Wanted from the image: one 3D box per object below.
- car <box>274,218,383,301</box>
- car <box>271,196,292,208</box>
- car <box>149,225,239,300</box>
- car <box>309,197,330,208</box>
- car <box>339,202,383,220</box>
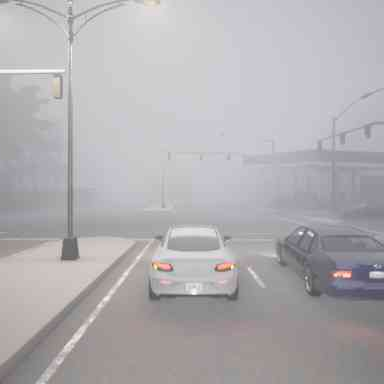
[{"bbox_3d":[3.508,1.562,8.573,2.033,1.411,5.357,0,0,3],"label":"car"},{"bbox_3d":[12.881,1.368,47.898,2.242,1.667,4.611,0,0,0],"label":"car"},{"bbox_3d":[0.029,1.537,8.265,1.812,1.442,4.674,0,0,0],"label":"car"},{"bbox_3d":[18.620,1.534,48.700,1.970,1.475,3.806,0,0,0],"label":"car"},{"bbox_3d":[14.743,1.574,27.764,4.674,1.442,1.812,0,0,-1],"label":"car"}]
